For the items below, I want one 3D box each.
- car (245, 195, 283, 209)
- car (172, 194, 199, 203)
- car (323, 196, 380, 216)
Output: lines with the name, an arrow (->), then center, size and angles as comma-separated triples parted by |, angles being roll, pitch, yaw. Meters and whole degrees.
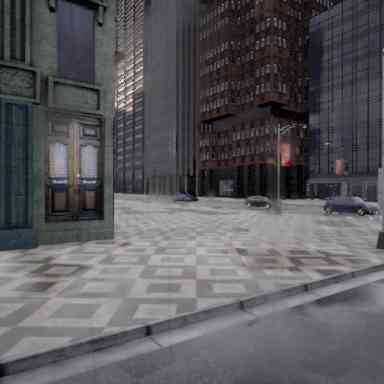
car -> 8.212, 1.153, 38.398 | 1.837, 1.490, 4.892 | 0, 1, -35
car -> -1.073, 0.992, 51.621 | 2.033, 1.411, 5.357 | 0, 1, -35
car -> 14.272, 1.135, 29.792 | 2.097, 1.767, 4.553 | 0, 1, -35
